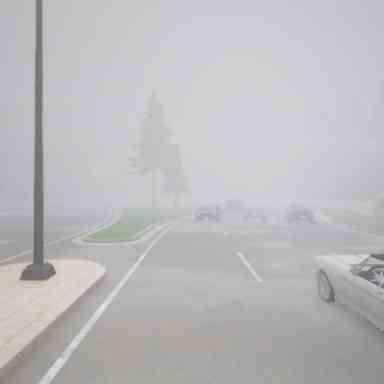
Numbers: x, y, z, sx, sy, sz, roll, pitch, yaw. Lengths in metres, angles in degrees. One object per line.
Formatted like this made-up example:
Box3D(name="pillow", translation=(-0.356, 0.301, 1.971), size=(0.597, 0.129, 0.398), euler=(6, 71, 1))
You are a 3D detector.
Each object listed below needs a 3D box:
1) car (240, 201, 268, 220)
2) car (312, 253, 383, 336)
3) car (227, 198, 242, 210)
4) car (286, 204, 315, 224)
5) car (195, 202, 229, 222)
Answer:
Box3D(name="car", translation=(5.565, 1.626, 29.010), size=(1.812, 1.442, 4.674), euler=(0, 0, 14))
Box3D(name="car", translation=(3.601, 1.620, 5.314), size=(1.895, 1.301, 4.718), euler=(0, 0, 0))
Box3D(name="car", translation=(5.381, 1.495, 41.398), size=(2.097, 1.767, 4.553), euler=(0, 0, 15))
Box3D(name="car", translation=(8.264, 1.614, 25.568), size=(1.812, 1.442, 4.674), euler=(0, 0, 12))
Box3D(name="car", translation=(1.565, 1.695, 27.003), size=(1.895, 1.301, 4.718), euler=(0, 0, 12))
